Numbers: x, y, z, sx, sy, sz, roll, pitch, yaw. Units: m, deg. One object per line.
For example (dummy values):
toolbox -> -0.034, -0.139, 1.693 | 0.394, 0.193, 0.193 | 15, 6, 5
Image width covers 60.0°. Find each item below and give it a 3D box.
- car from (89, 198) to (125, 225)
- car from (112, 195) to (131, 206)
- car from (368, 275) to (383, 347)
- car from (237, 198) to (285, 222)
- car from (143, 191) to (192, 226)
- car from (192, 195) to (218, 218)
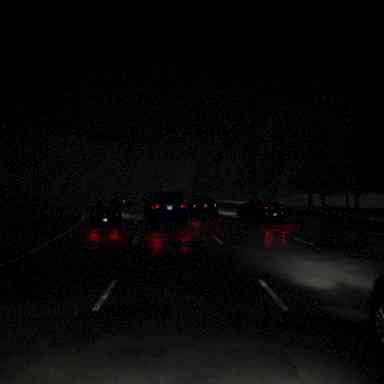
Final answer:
car -> -5.537, 1.317, 21.519 | 1.895, 1.301, 4.718 | 0, 1, -13
car -> -8.857, 1.027, 40.882 | 1.994, 1.385, 4.181 | 0, 1, -26
car -> 3.559, 1.451, 3.005 | 2.128, 1.511, 4.902 | 0, 1, -1
car -> 4.718, 1.182, 23.413 | 2.128, 1.511, 4.902 | 0, 1, -13
car -> -1.804, 0.943, 21.049 | 2.150, 2.045, 5.566 | 0, 1, -12
car -> 0.465, 1.006, 26.162 | 2.097, 1.767, 4.553 | 0, 1, -14
